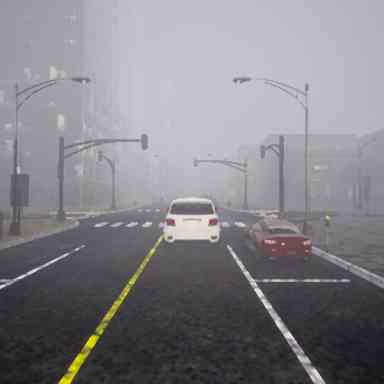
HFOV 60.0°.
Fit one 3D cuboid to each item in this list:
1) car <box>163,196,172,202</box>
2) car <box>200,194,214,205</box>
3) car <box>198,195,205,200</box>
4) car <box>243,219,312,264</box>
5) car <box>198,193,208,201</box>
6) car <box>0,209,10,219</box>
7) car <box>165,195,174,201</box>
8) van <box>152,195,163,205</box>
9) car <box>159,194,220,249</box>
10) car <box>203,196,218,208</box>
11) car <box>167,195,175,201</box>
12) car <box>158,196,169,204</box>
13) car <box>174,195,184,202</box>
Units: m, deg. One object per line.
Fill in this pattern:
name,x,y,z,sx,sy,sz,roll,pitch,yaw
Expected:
car,-5.677,1.583,77.845,1.802,1.307,4.206,1,0,0
car,2.708,1.317,60.862,2.192,1.841,5.009,1,0,0
car,2.703,1.565,94.906,1.947,1.339,4.313,1,0,0
car,2.827,1.584,11.551,1.802,1.307,4.206,1,0,0
car,2.708,1.315,83.558,2.192,1.841,5.009,1,0,0
car,-17.425,1.663,27.680,4.206,1.307,1.802,-1,0,1
car,-5.677,1.566,83.520,1.947,1.339,4.313,1,0,0
van,-5.673,1.344,55.149,1.690,1.788,3.998,1,0,0
car,0.000,1.261,14.682,2.150,2.045,5.566,0,0,0
car,2.705,1.443,49.514,1.967,1.590,4.097,1,0,0
car,-5.677,1.565,89.193,1.947,1.339,4.313,1,0,0
car,-5.676,1.527,66.327,1.752,1.417,4.829,1,0,0
car,-3.000,1.519,78.999,2.128,1.511,4.902,0,0,0
